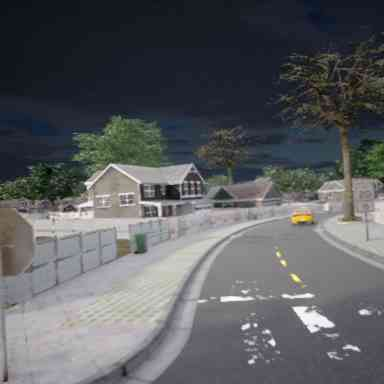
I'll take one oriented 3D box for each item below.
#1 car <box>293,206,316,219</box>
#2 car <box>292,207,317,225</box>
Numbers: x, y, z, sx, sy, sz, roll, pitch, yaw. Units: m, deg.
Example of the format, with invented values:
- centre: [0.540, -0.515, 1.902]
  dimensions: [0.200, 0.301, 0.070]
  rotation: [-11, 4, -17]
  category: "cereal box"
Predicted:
- centre: [15.680, 2.823, 46.228]
  dimensions: [1.812, 1.442, 4.674]
  rotation: [-5, -4, 34]
  category: "car"
- centre: [11.071, 2.375, 32.676]
  dimensions: [1.882, 1.535, 5.008]
  rotation: [-5, -3, 24]
  category: "car"
